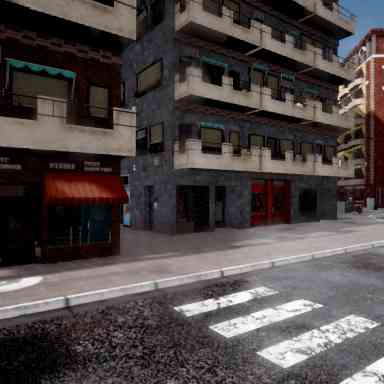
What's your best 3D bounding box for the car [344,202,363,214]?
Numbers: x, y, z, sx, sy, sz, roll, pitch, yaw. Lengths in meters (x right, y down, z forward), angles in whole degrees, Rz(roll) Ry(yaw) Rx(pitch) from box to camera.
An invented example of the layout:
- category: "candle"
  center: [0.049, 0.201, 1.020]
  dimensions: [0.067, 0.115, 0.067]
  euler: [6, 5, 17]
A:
- category: "car"
  center: [17.813, 1.790, 38.250]
  dimensions: [1.895, 1.301, 4.718]
  euler: [0, 0, 5]
